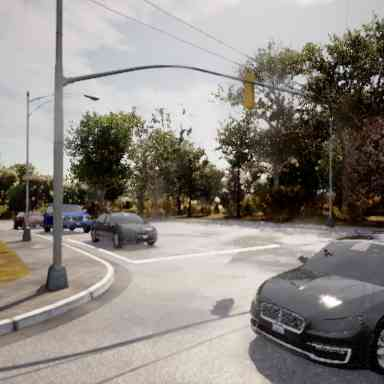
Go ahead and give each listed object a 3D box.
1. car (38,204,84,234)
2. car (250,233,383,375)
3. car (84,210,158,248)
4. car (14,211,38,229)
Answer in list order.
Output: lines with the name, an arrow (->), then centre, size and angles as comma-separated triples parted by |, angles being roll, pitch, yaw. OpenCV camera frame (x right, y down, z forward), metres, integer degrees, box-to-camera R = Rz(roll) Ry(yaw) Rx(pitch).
car -> -9.173, 1.905, 24.211 | 2.150, 2.045, 5.566 | 1, -3, -37
car -> 3.163, 1.522, 5.630 | 4.892, 1.490, 1.837 | 0, 0, -33
car -> -3.412, 1.755, 16.129 | 1.837, 1.490, 4.892 | 1, -2, -36
car -> -15.571, 2.653, 32.081 | 2.097, 1.767, 4.553 | 1, -4, -42
